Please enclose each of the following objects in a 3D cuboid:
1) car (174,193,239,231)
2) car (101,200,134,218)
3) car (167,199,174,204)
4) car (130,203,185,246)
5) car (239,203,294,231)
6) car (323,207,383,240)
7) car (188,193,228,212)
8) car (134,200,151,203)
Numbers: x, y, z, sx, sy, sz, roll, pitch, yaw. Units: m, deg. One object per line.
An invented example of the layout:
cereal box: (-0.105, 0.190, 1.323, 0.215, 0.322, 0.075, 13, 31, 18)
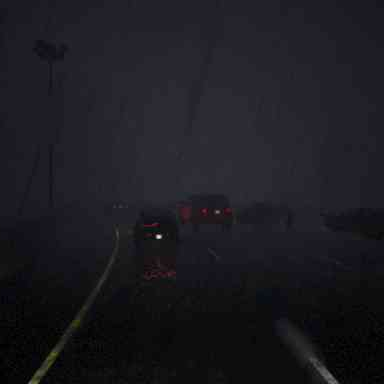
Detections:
car: (0.679, 1.152, 20.381, 2.150, 2.045, 5.566, 0, 0, -15)
car: (-7.816, 1.462, 33.526, 2.033, 1.411, 5.357, 0, 0, -26)
car: (-1.904, 1.485, 37.213, 1.895, 1.301, 4.718, 0, 0, -26)
car: (-1.746, 1.460, 15.239, 1.837, 1.490, 4.892, 0, 0, -11)
car: (4.262, 1.411, 20.138, 2.128, 1.511, 4.902, 0, 0, -14)
car: (8.765, 1.465, 16.430, 2.033, 1.411, 5.357, 0, 0, -11)
car: (1.744, 1.092, 37.650, 2.150, 2.045, 5.566, 0, 0, -25)
car: (-5.743, 1.497, 37.081, 1.895, 1.301, 4.718, 0, 0, -27)
